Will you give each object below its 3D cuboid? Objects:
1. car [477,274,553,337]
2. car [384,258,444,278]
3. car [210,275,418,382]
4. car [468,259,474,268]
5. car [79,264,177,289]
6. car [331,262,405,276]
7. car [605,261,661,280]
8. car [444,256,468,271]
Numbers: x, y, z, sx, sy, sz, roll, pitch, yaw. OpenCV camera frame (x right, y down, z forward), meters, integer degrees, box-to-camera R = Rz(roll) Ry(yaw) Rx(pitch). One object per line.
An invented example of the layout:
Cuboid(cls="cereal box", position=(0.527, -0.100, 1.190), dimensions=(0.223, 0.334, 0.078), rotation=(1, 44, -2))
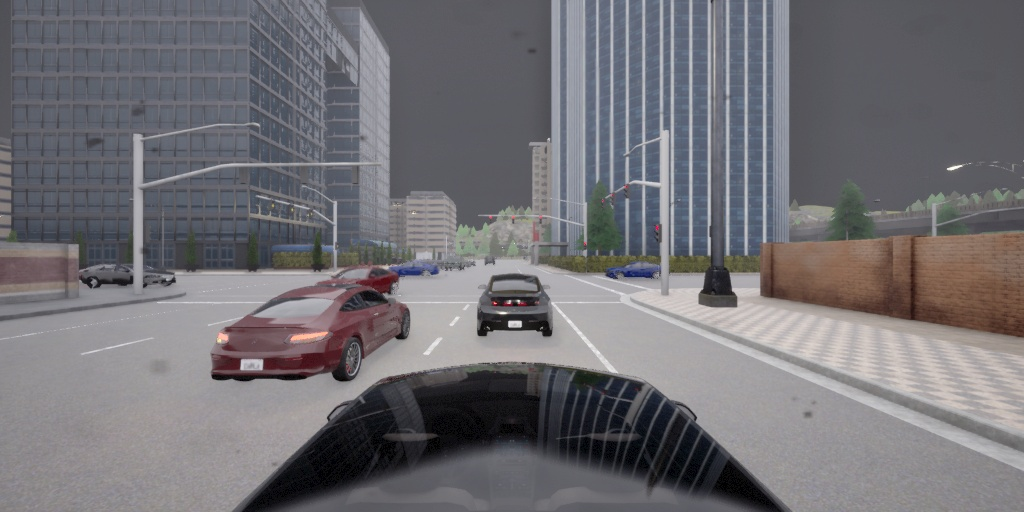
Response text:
Cuboid(cls="car", position=(0.069, 1.255, 10.314), dimensions=(1.837, 1.490, 4.892), rotation=(0, 0, 0))
Cuboid(cls="car", position=(-9.313, 1.227, 33.621), dimensions=(5.008, 1.535, 1.882), rotation=(0, 0, 0))
Cuboid(cls="car", position=(-3.435, 1.276, 7.050), dimensions=(1.812, 1.442, 4.674), rotation=(0, 0, 0))
Cuboid(cls="car", position=(-8.010, 1.314, 60.001), dimensions=(1.994, 1.385, 4.181), rotation=(0, 0, 0))
Cuboid(cls="car", position=(-24.218, 1.241, 22.766), dimensions=(4.902, 1.511, 2.128), rotation=(0, 0, 0))
Cuboid(cls="car", position=(-6.959, 1.228, 16.448), dimensions=(1.882, 1.535, 5.008), rotation=(-1, 0, 7))
Cuboid(cls="car", position=(10.403, 1.228, 30.223), dimensions=(5.008, 1.535, 1.882), rotation=(0, 0, -2))
Cuboid(cls="car", position=(-7.872, 0.971, 50.049), dimensions=(2.150, 2.045, 5.566), rotation=(0, 0, -1))
